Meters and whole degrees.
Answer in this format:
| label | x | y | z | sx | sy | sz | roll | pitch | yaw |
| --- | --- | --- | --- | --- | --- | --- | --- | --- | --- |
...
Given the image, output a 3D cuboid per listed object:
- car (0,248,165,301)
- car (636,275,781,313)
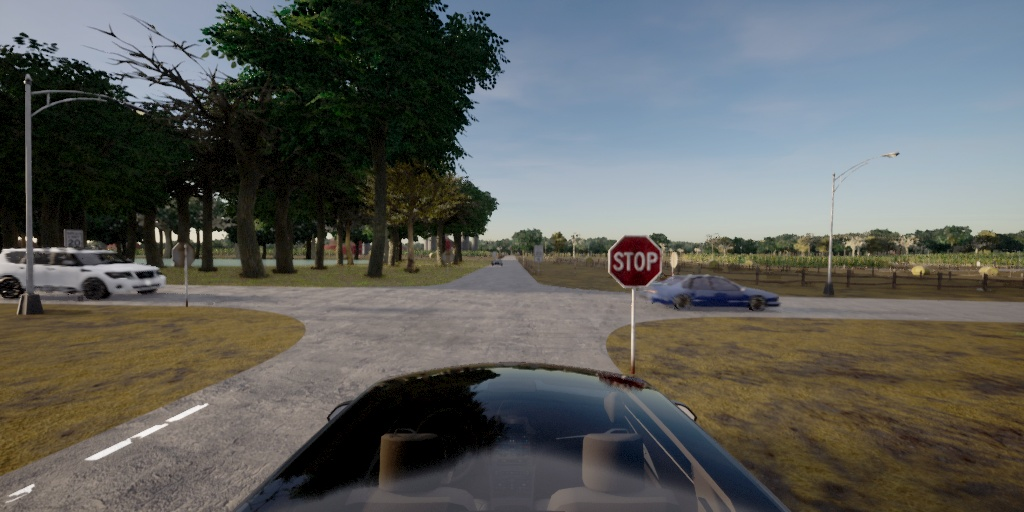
| label | x | y | z | sx | sy | sz | roll | pitch | yaw |
| --- | --- | --- | --- | --- | --- | --- | --- | --- | --- |
| car | -18.002 | 0.711 | 14.995 | 5.566 | 2.045 | 2.150 | 1 | 1 | 0 |
| car | 8.135 | 1.508 | 15.134 | 5.357 | 1.411 | 2.033 | 1 | 1 | 0 |
